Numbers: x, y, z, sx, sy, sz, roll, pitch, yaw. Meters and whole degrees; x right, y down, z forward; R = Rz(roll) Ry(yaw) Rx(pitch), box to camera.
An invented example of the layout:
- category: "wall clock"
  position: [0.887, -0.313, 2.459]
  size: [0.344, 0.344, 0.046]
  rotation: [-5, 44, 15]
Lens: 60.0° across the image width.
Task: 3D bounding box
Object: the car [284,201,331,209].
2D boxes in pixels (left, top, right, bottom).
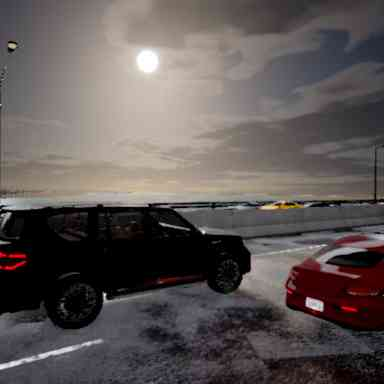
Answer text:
- category: "car"
  position: [10.357, 1.631, 28.410]
  size: [4.674, 1.442, 1.812]
  rotation: [0, 0, -35]

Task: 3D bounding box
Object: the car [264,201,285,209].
- category: "car"
  position: [8.400, 1.583, 31.312]
  size: [5.008, 1.535, 1.882]
  rotation: [0, 0, -35]

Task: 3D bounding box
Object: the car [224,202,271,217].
- category: "car"
  position: [5.679, 1.702, 33.684]
  size: [4.718, 1.301, 1.895]
  rotation: [0, 0, -35]

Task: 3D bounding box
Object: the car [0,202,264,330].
- category: "car"
  position: [-1.234, 1.234, 7.157]
  size: [5.566, 2.045, 2.150]
  rotation: [0, 0, -35]

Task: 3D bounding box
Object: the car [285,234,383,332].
- category: "car"
  position: [3.743, 1.554, 6.396]
  size: [4.674, 1.442, 1.812]
  rotation: [0, 0, -35]
